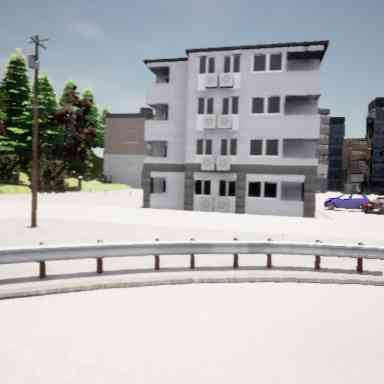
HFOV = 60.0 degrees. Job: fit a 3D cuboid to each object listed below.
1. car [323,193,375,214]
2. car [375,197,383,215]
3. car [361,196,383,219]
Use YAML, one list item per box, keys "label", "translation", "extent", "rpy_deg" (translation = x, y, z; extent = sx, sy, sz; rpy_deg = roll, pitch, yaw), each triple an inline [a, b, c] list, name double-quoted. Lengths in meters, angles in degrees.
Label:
- label: "car"
  translation: [12.968, 0.821, 27.847]
  extent: [3.633, 1.501, 1.845]
  rpy_deg: [3, 2, 25]
- label: "car"
  translation: [15.562, 1.032, 26.814]
  extent: [1.853, 1.218, 4.536]
  rpy_deg: [4, 3, 44]
- label: "car"
  translation: [15.592, 1.189, 26.857]
  extent: [2.038, 1.542, 4.974]
  rpy_deg: [4, 3, 44]
